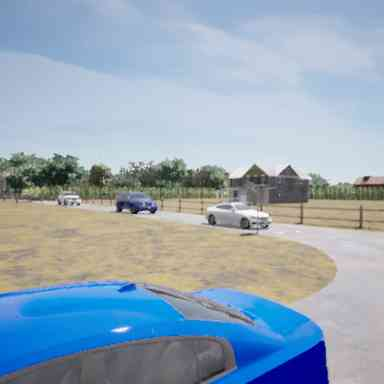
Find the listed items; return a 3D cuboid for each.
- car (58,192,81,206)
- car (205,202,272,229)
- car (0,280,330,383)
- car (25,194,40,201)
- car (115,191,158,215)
[{"bbox_3d":[-18.341,0.971,49.637,2.150,2.045,5.566,2,-1,-36],"label":"car"},{"bbox_3d":[2.704,1.380,20.374,1.812,1.442,4.674,2,0,-38],"label":"car"},{"bbox_3d":[-1.165,1.479,2.119,5.008,1.535,1.882,0,0,-36],"label":"car"},{"bbox_3d":[-40.039,1.494,84.400,2.128,1.511,4.902,2,-1,-36],"label":"car"},{"bbox_3d":[-5.356,0.991,31.475,2.150,2.045,5.566,2,0,-36],"label":"car"}]
